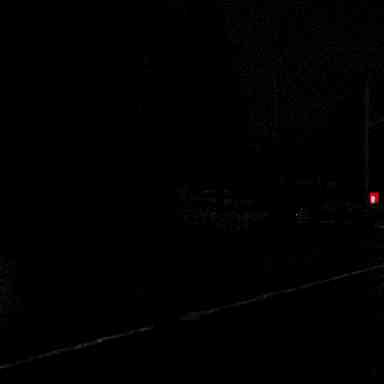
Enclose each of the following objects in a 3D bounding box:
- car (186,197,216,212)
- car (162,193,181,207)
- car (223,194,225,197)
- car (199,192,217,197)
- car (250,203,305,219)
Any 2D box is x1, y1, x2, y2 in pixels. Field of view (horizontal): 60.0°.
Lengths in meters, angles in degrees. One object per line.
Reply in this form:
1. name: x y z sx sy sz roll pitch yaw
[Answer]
1. car: 1.351 1.579 37.237 1.994 1.385 4.181 0 0 -37
2. car: -3.646 1.367 50.102 2.097 1.767 4.553 0 0 -35
3. car: 7.017 1.092 94.380 1.905 1.878 3.866 0 0 -37
4. car: 4.930 1.113 92.316 1.932 1.855 4.605 0 0 -37
5. car: 7.412 1.616 29.219 1.895 1.301 4.718 0 0 -37
